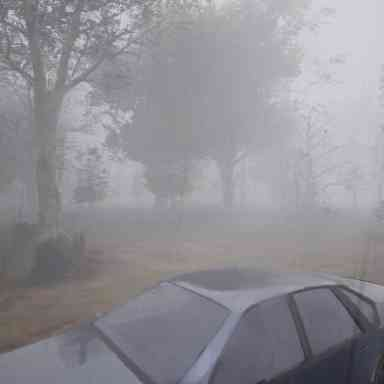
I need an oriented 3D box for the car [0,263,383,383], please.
[{"bbox_3d":[0.398,1.546,3.328,5.357,1.411,2.033,0,0,-35],"label":"car"}]
